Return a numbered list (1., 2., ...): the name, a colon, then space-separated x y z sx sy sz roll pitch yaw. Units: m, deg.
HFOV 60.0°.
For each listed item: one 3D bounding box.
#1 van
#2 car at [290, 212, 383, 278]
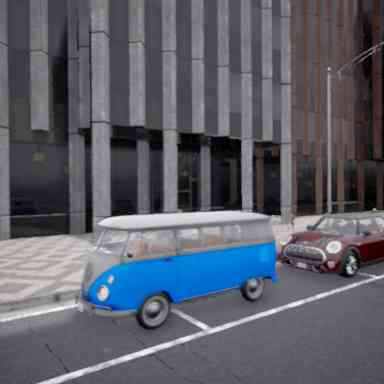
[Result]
1. van: -0.094 1.316 6.587 3.998 1.788 1.690 0 0 -36
2. car: 4.493 1.376 9.863 4.097 1.590 1.967 0 0 -36
